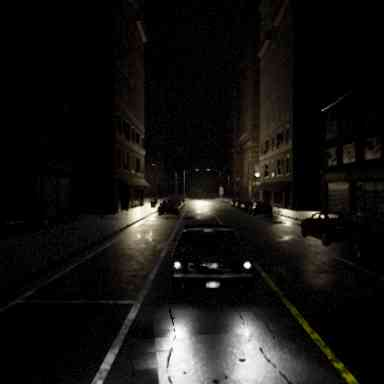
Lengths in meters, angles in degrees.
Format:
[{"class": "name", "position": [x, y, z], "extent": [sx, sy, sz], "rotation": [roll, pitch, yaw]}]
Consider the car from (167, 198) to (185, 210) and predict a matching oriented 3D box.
[{"class": "car", "position": [-2.010, 1.462, 42.529], "extent": [2.008, 1.369, 4.403], "rotation": [-1, 0, 1]}]

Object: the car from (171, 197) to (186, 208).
[{"class": "car", "position": [-1.957, 1.446, 48.034], "extent": [1.887, 1.381, 4.507], "rotation": [-1, 0, 1]}]

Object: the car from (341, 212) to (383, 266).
[{"class": "car", "position": [6.196, 1.420, 9.417], "extent": [1.967, 1.590, 4.097], "rotation": [-1, 0, 1]}]

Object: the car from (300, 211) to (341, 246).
[{"class": "car", "position": [6.250, 1.513, 14.922], "extent": [1.887, 1.381, 4.507], "rotation": [-1, 0, 1]}]

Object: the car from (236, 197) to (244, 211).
[{"class": "car", "position": [6.462, 1.469, 36.941], "extent": [1.887, 1.381, 4.507], "rotation": [-1, 0, 1]}]

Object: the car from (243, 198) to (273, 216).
[{"class": "car", "position": [6.409, 1.501, 31.437], "extent": [1.947, 1.339, 4.313], "rotation": [-1, 0, 1]}]

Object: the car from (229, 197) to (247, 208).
[{"class": "car", "position": [6.567, 1.450, 47.952], "extent": [1.887, 1.381, 4.507], "rotation": [-1, 0, 1]}]

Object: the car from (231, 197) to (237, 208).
[{"class": "car", "position": [6.515, 1.459, 42.447], "extent": [1.887, 1.381, 4.507], "rotation": [-1, 0, 1]}]

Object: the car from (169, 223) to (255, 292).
[{"class": "car", "position": [0.442, 1.579, 8.982], "extent": [1.895, 1.301, 4.718], "rotation": [0, 0, 1]}]

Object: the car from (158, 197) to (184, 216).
[{"class": "car", "position": [-2.117, 1.371, 31.518], "extent": [1.967, 1.590, 4.097], "rotation": [-1, 0, 1]}]
